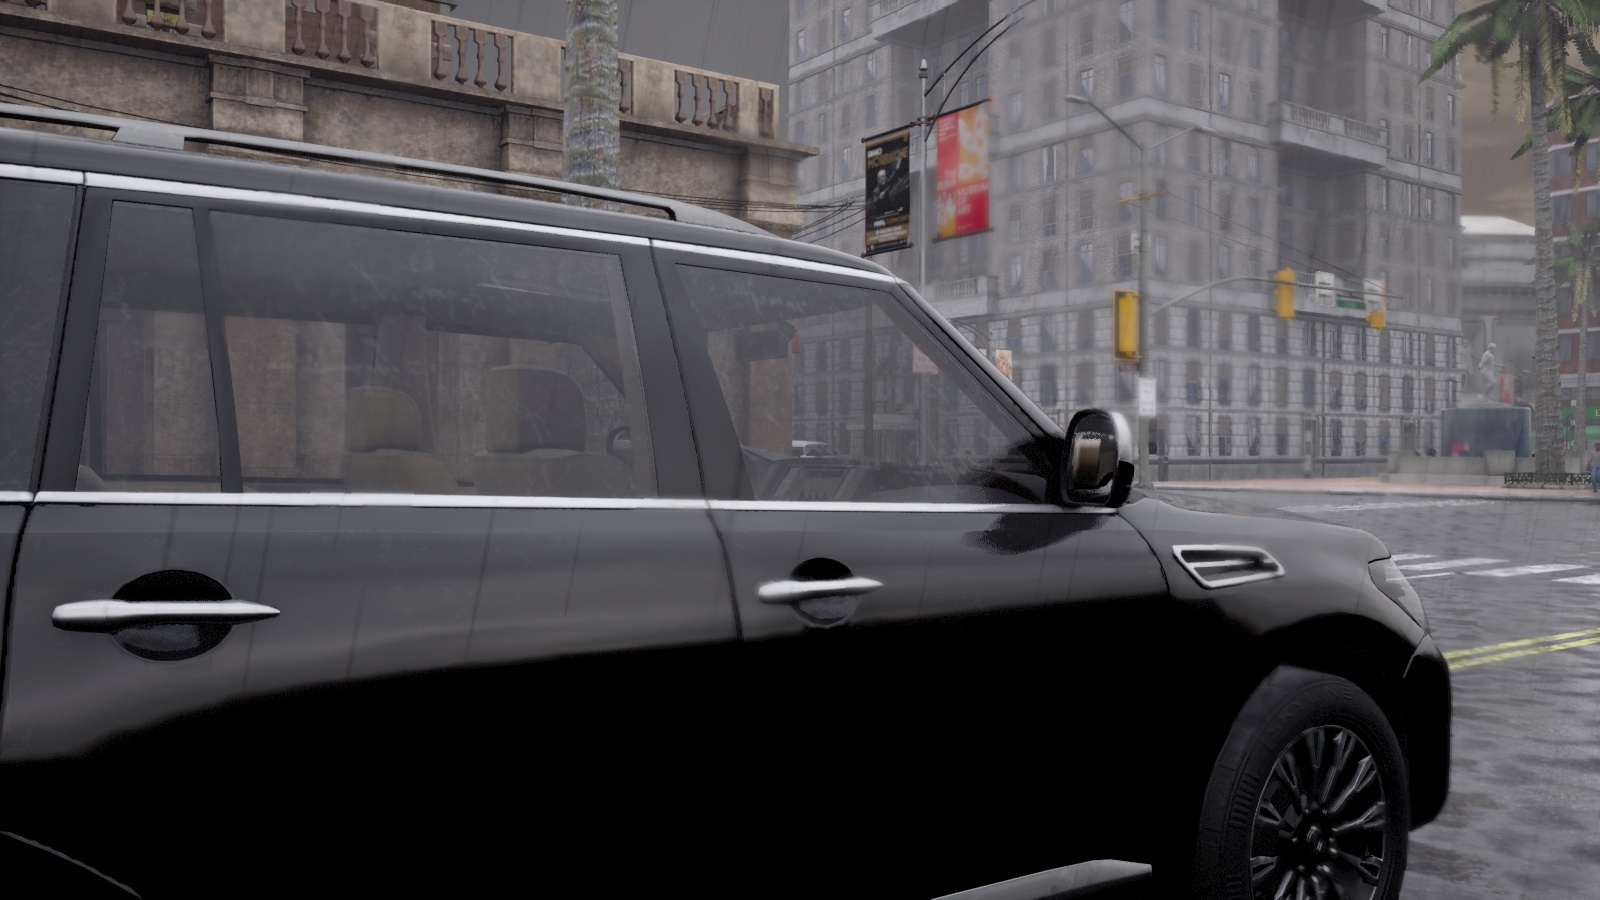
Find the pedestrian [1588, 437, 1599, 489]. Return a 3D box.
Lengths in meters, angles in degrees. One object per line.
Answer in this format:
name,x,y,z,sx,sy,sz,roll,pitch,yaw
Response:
pedestrian,28.023,0.450,44.106,0.706,1.836,0.354,0,0,-36

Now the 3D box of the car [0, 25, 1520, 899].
car,-0.661,0.473,3.201,5.566,2.045,2.150,0,0,-35
